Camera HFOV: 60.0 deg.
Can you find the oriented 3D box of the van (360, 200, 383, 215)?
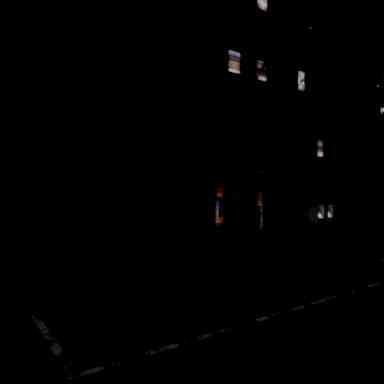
[{"bbox_3d":[17.722,1.636,34.026,1.690,1.788,3.998,0,0,-36],"label":"van"}]

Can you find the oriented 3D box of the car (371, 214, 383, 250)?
[{"bbox_3d":[9.200,1.680,13.127,4.829,1.417,1.752,1,-1,-35],"label":"car"}]
